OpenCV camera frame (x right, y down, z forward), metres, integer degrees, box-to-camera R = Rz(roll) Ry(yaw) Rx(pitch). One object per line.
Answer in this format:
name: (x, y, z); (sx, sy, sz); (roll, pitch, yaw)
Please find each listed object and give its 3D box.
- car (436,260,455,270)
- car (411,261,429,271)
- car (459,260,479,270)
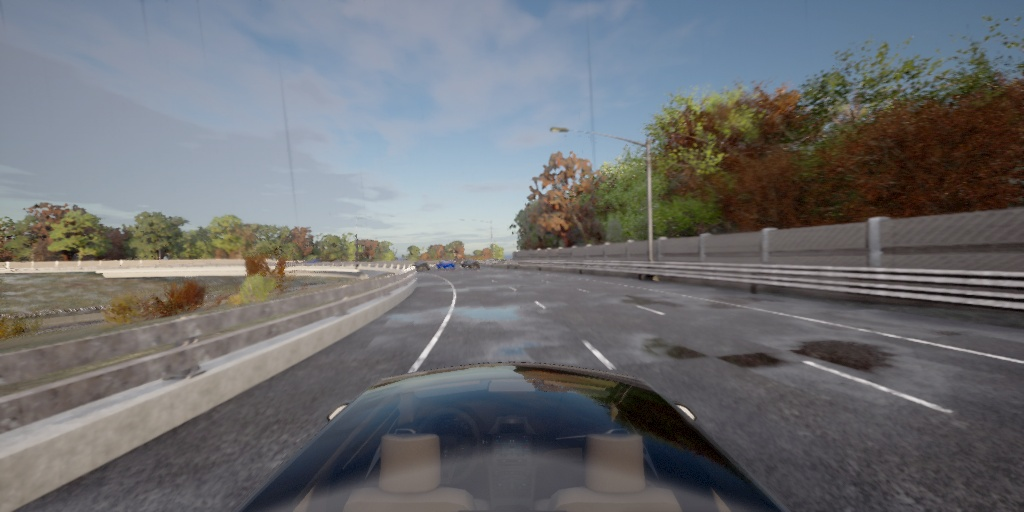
car: (-10.492, 1.421, 56.134); (1.882, 1.535, 5.008); (-1, 0, -29)
car: (-14.366, 1.527, 55.887); (1.837, 1.490, 4.892); (-1, 0, -30)
car: (-6.738, 1.375, 56.536); (1.837, 1.490, 4.892); (-1, 0, -29)
